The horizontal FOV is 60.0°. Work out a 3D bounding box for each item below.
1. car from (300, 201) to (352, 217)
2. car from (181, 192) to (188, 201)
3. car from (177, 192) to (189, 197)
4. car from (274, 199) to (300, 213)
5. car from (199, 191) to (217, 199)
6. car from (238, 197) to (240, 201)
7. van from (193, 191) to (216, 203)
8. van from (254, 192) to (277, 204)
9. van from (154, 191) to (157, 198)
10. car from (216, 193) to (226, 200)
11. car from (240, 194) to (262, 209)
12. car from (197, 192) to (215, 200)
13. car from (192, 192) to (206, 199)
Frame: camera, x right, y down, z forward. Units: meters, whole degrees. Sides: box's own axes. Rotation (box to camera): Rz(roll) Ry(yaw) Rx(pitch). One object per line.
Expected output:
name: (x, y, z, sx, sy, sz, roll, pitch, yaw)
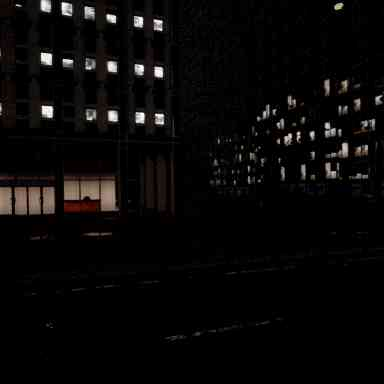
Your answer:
car: (12.060, 1.435, 29.454, 1.947, 1.339, 4.313, 0, 1, -21)
car: (-2.134, 1.057, 66.621, 2.008, 1.369, 4.403, 0, 1, -21)
car: (-2.495, 0.711, 90.846, 2.008, 1.369, 4.403, 0, 1, -21)
car: (10.032, 1.400, 34.766, 1.802, 1.307, 4.206, 0, 1, -21)
car: (3.639, 0.635, 74.935, 2.192, 1.841, 5.009, 0, 1, -21)
car: (9.775, 1.060, 59.029, 1.802, 1.307, 4.206, 0, 1, -21)
van: (1.956, 0.953, 56.013, 1.690, 1.788, 3.998, 0, 1, -21)
van: (11.819, 0.871, 53.723, 1.690, 1.788, 3.998, 0, 1, -21)
van: (-8.269, 0.688, 82.528, 1.690, 1.788, 3.998, 0, 1, -21)
car: (5.685, 0.955, 69.635, 1.802, 1.307, 4.206, 0, 1, -21)
car: (8.041, 1.332, 40.089, 1.947, 1.339, 4.313, 0, 1, -21)
car: (2.816, 0.880, 69.854, 1.882, 1.535, 5.008, -1, 1, -21)
car: (1.594, 0.707, 80.239, 1.967, 1.590, 4.097, 0, 1, -21)
